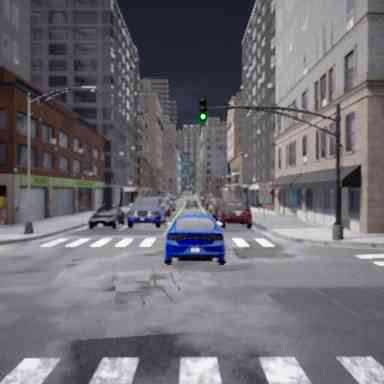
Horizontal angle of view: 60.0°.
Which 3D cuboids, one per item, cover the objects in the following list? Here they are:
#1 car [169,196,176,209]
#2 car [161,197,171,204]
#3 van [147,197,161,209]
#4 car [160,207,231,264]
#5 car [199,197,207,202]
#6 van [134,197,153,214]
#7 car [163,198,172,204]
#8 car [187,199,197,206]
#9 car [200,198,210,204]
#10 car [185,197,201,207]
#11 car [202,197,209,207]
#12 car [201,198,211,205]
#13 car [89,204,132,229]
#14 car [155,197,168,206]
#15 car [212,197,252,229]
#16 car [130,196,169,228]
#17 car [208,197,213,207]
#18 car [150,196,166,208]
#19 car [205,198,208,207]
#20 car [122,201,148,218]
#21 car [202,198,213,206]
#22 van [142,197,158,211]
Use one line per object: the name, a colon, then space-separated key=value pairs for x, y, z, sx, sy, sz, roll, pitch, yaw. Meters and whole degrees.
car: x=-3.100 y=1.544 z=33.602 sx=2.097 sy=1.767 sz=4.553 roll=0 pitch=0 yaw=0
car: x=-5.705 y=1.837 z=73.065 sx=1.967 sy=1.590 sz=4.097 roll=-1 pitch=0 yaw=0
van: x=-5.698 y=1.625 z=50.723 sx=1.690 sy=1.788 sz=3.998 roll=-1 pitch=0 yaw=0
car: x=0.100 y=1.538 z=12.073 sx=1.882 sy=1.535 sz=5.008 roll=0 pitch=0 yaw=0
car: x=2.832 y=2.027 z=89.826 sx=2.008 sy=1.369 sz=4.403 roll=-1 pitch=0 yaw=0
van: x=-5.693 y=1.565 z=39.552 sx=1.690 sy=1.788 sz=3.998 roll=-1 pitch=0 yaw=0
car: x=-5.705 y=2.006 z=78.651 sx=1.802 sy=1.307 sz=4.206 roll=-1 pitch=0 yaw=0
car: x=-0.023 y=1.946 z=62.681 sx=1.895 sy=1.301 sz=4.718 roll=0 pitch=0 yaw=0
car: x=2.834 y=1.947 z=73.068 sx=2.008 sy=1.369 sz=4.403 roll=-1 pitch=0 yaw=0
car: x=-0.019 y=1.783 z=52.229 sx=2.128 sy=1.511 sz=4.902 roll=0 pitch=0 yaw=0
car: x=2.835 y=1.569 z=45.140 sx=2.192 sy=1.841 sz=5.009 roll=-1 pitch=0 yaw=0
car: x=2.835 y=1.935 z=67.482 sx=1.947 sy=1.339 sz=4.313 roll=-1 pitch=0 yaw=0
car: x=-5.685 y=1.697 z=22.793 sx=1.947 sy=1.339 sz=4.313 roll=-1 pitch=0 yaw=0
car: x=-5.700 y=1.781 z=61.894 sx=1.967 sy=1.590 sz=4.097 roll=-1 pitch=0 yaw=0
car: x=2.838 y=1.447 z=22.797 sx=2.192 sy=1.841 sz=5.009 roll=-1 pitch=0 yaw=0
car: x=-3.104 y=1.358 z=23.649 sx=2.150 sy=2.045 sz=5.566 roll=0 pitch=0 yaw=0
car: x=2.837 y=1.478 z=28.383 sx=2.192 sy=1.841 sz=5.009 roll=-1 pitch=0 yaw=0
car: x=-5.700 y=1.627 z=56.309 sx=2.192 sy=1.841 sz=5.009 roll=-1 pitch=0 yaw=0
car: x=2.838 y=1.751 z=39.724 sx=1.752 sy=1.417 sz=4.829 roll=-1 pitch=0 yaw=0
car: x=-5.689 y=1.718 z=33.795 sx=1.752 sy=1.417 sz=4.829 roll=-1 pitch=0 yaw=0
car: x=2.836 y=1.907 z=61.897 sx=1.947 sy=1.339 sz=4.313 roll=-1 pitch=0 yaw=0
van: x=-5.696 y=1.595 z=45.138 sx=1.690 sy=1.788 sz=3.998 roll=-1 pitch=0 yaw=0
